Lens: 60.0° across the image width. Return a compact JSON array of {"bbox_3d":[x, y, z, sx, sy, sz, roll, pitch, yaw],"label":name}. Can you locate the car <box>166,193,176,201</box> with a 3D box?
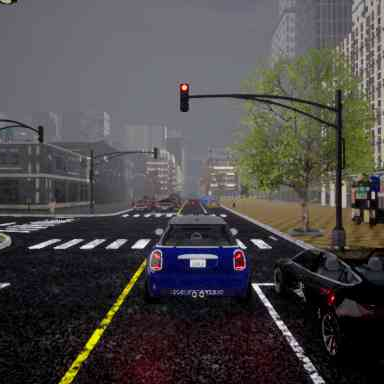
[{"bbox_3d":[-5.568,1.324,88.128,2.192,1.841,5.009,0,0,0],"label":"car"}]

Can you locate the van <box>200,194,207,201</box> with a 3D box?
[{"bbox_3d":[2.806,1.349,82.568,1.690,1.788,3.998,0,0,0],"label":"van"}]

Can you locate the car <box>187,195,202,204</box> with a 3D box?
[{"bbox_3d":[0.161,1.568,51.220,1.994,1.385,4.181,0,0,0],"label":"car"}]

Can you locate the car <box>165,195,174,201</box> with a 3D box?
[{"bbox_3d":[-5.576,1.559,82.577,2.008,1.369,4.403,0,0,0],"label":"car"}]

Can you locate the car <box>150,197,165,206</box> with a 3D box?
[{"bbox_3d":[-5.614,1.555,54.822,2.008,1.369,4.403,0,0,0],"label":"car"}]

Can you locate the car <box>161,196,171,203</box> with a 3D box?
[{"bbox_3d":[-5.591,1.532,71.305,1.752,1.417,4.829,0,0,0],"label":"car"}]

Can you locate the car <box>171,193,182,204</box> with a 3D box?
[{"bbox_3d":[-2.991,1.226,58.986,2.150,2.045,5.566,0,0,1],"label":"car"}]

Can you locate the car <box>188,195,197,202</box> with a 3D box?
[{"bbox_3d":[0.107,1.547,79.184,2.033,1.411,5.357,0,0,0],"label":"car"}]

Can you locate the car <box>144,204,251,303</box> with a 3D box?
[{"bbox_3d":[0.111,1.353,8.350,2.097,1.767,4.553,0,0,0],"label":"car"}]

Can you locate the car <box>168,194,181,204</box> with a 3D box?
[{"bbox_3d":[-3.032,1.481,48.489,1.882,1.535,5.008,0,0,0],"label":"car"}]

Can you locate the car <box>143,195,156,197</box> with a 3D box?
[{"bbox_3d":[-5.627,1.318,43.720,2.192,1.841,5.009,0,0,0],"label":"car"}]

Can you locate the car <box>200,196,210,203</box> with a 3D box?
[{"bbox_3d":[2.789,1.572,71.466,1.947,1.339,4.313,0,0,0],"label":"car"}]

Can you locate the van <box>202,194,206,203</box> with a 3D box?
[{"bbox_3d":[2.760,1.345,49.263,1.690,1.788,3.998,0,0,0],"label":"van"}]

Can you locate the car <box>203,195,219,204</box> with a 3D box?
[{"bbox_3d":[2.752,1.528,43.881,1.752,1.417,4.829,0,0,0],"label":"car"}]

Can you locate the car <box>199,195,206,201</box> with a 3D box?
[{"bbox_3d":[2.812,1.534,88.289,1.752,1.417,4.829,0,0,0],"label":"car"}]

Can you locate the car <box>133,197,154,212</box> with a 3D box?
[{"bbox_3d":[-5.636,1.584,38.169,1.802,1.307,4.206,0,0,0],"label":"car"}]

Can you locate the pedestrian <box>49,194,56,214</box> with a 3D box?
[{"bbox_3d":[-12.710,1.039,30.183,0.375,1.860,0.375,0,-1,-1],"label":"pedestrian"}]

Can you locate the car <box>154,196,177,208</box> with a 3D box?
[{"bbox_3d":[-3.041,1.528,38.455,1.812,1.442,4.674,0,0,-2],"label":"car"}]

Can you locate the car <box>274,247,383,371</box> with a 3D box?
[{"bbox_3d":[2.701,1.566,5.682,1.947,1.339,4.313,0,0,0],"label":"car"}]
